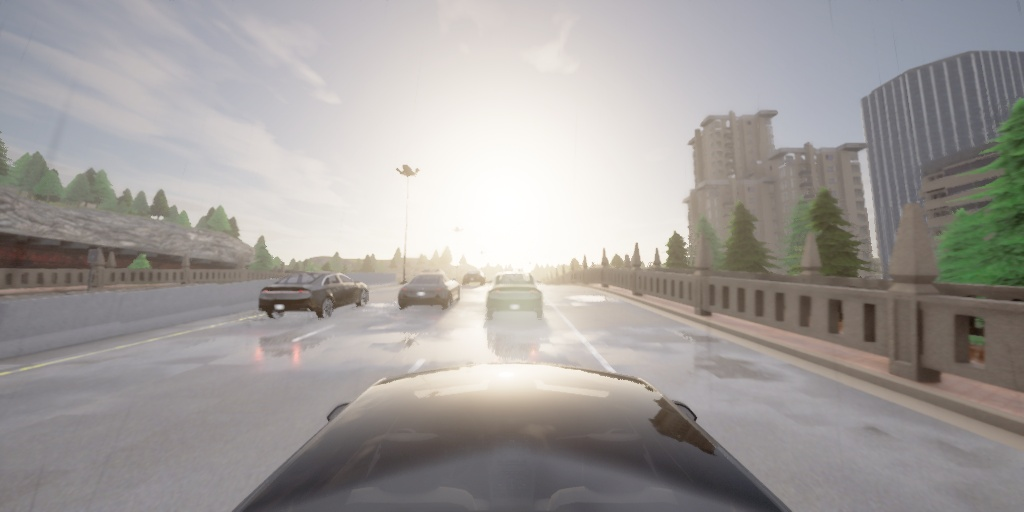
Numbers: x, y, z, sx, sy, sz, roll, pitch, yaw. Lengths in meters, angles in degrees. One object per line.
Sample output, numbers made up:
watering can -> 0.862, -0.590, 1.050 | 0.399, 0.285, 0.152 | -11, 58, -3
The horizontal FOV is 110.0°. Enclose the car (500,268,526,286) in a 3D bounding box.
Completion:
car -> 0.056, 1.879, 32.123 | 2.128, 1.511, 4.902 | 0, -4, 0

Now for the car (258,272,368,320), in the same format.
car -> -6.916, 1.315, 13.085 | 2.128, 1.511, 4.902 | 0, 0, 0

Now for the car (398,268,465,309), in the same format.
car -> -3.419, 1.401, 15.484 | 1.994, 1.385, 4.181 | 0, 0, 0

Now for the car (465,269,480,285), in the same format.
car -> -3.446, 1.989, 33.234 | 1.812, 1.442, 4.674 | 0, -4, 0

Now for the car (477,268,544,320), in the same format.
car -> 0.085, 1.312, 13.064 | 2.128, 1.511, 4.902 | 0, 0, 0

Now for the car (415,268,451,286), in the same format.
car -> -6.944, 1.881, 32.097 | 2.128, 1.511, 4.902 | 0, -4, 0
